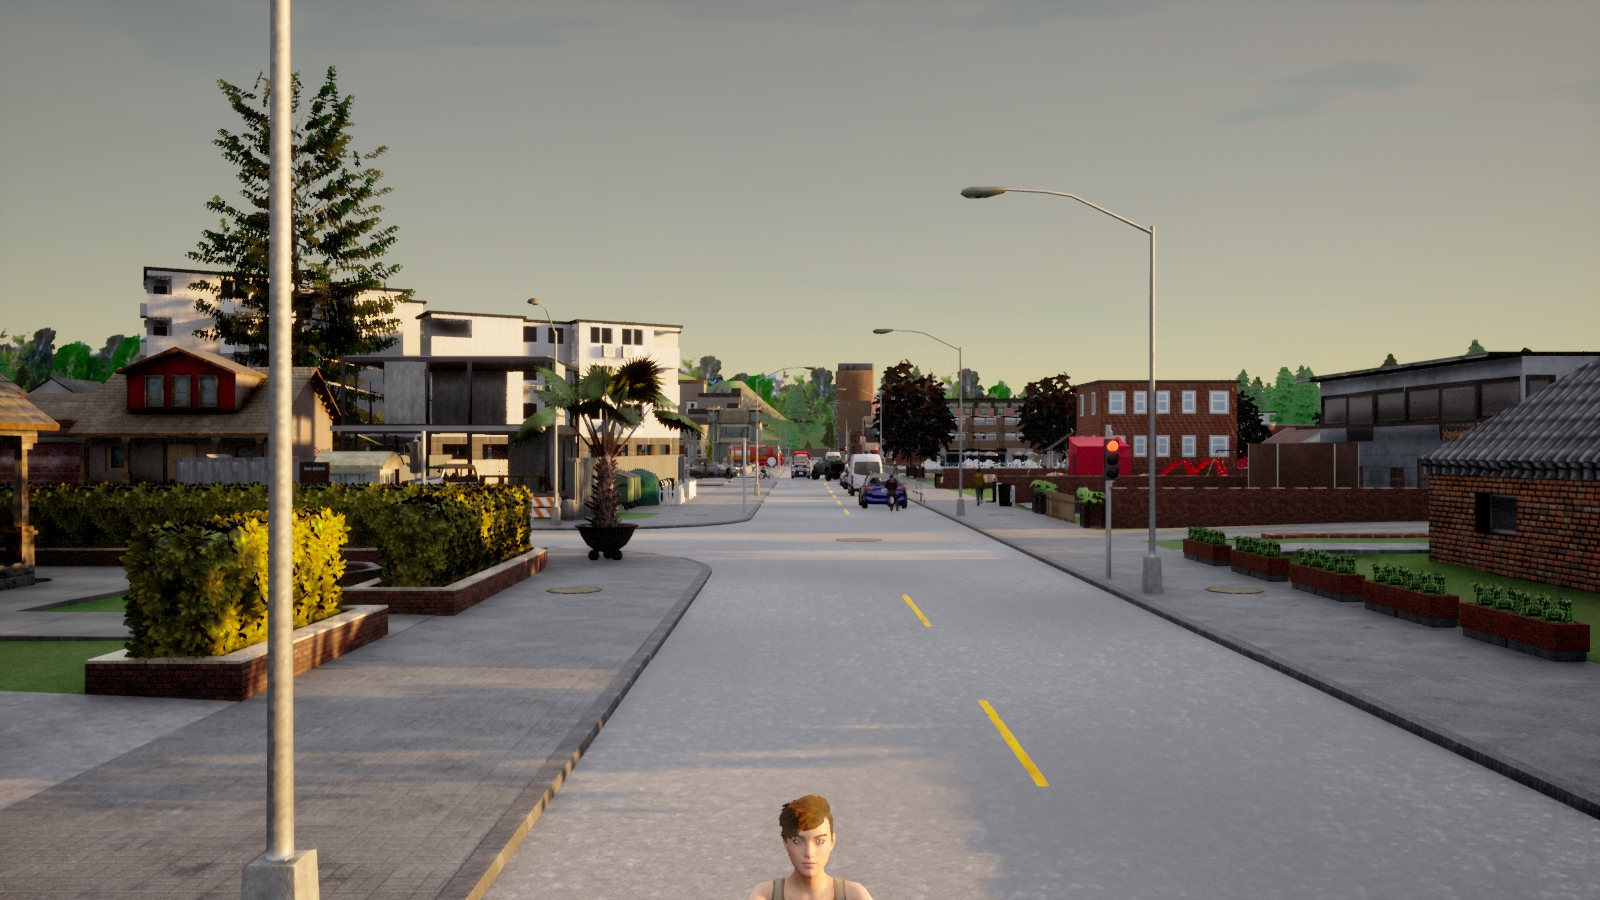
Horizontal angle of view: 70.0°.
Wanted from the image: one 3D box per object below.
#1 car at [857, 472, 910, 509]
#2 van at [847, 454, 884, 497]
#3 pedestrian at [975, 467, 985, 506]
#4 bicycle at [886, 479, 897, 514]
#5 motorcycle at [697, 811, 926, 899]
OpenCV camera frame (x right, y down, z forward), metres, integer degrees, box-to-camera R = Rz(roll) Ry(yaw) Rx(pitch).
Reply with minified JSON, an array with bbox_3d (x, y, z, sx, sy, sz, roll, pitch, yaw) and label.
[{"bbox_3d":[4.046,1.967,56.171,2.242,1.667,4.611,0,0,0],"label":"car"},{"bbox_3d":[4.045,1.534,71.355,1.988,2.561,5.915,0,0,0],"label":"van"},{"bbox_3d":[8.629,1.744,54.801,0.375,1.860,0.375,0,0,20],"label":"pedestrian"},{"bbox_3d":[4.077,2.060,50.937,0.329,1.471,1.835,0,0,0],"label":"bicycle"},{"bbox_3d":[0.039,2.155,3.558,0.764,1.307,2.356,0,0,0],"label":"motorcycle"}]
